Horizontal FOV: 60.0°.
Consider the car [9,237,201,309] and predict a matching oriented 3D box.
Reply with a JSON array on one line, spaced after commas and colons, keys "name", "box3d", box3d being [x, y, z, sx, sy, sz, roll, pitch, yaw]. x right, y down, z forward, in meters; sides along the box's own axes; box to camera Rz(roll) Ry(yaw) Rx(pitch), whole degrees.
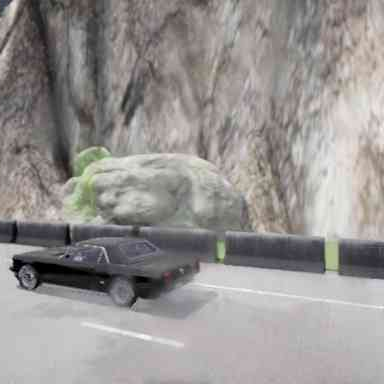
[{"name": "car", "box3d": [-2.273, 1.804, 8.289, 4.718, 1.301, 1.895, 0, -2, 26]}]
